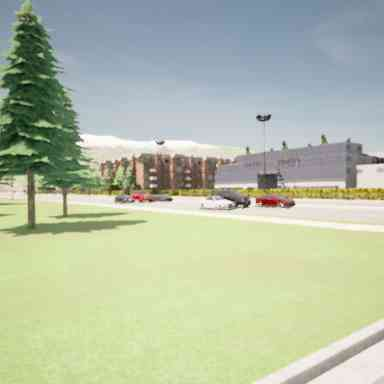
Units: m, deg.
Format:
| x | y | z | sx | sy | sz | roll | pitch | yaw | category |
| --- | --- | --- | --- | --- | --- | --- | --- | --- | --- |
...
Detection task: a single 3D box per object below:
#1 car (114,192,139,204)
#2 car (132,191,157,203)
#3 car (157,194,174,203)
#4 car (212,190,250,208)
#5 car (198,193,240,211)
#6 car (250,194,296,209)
| x | y | z | sx | sy | sz | roll | pitch | yaw | category |
| --- | --- | --- | --- | --- | --- | --- | --- | --- | --- |
| -11.077 | 1.141 | 54.313 | 2.128 | 1.511 | 4.902 | -1 | 1 | -36 | car |
| -8.738 | 0.799 | 57.058 | 2.150 | 2.045 | 5.566 | -1 | 0 | -36 | car |
| -5.285 | 1.085 | 58.249 | 2.033 | 1.411 | 5.357 | -1 | 1 | -35 | car |
| 4.398 | 0.812 | 38.776 | 2.150 | 2.045 | 5.566 | -1 | 1 | -36 | car |
| 2.538 | 1.171 | 35.427 | 1.812 | 1.442 | 4.674 | -1 | 1 | -36 | car |
| 9.413 | 1.012 | 37.855 | 1.882 | 1.535 | 5.008 | -1 | 1 | -36 | car |
